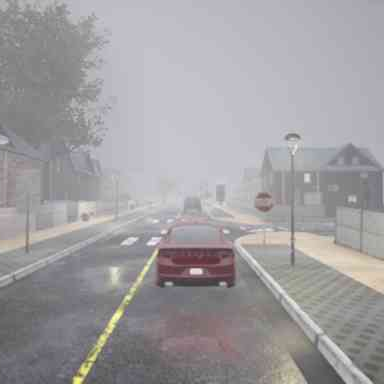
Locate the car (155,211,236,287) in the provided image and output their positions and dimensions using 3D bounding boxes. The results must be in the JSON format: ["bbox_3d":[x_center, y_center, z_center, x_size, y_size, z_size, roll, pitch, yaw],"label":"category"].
[{"bbox_3d":[0.088,1.539,9.529,1.882,1.535,5.008,0,0,0],"label":"car"}]

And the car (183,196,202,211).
[{"bbox_3d":[0.049,1.516,42.222,2.150,2.045,5.566,0,0,0],"label":"car"}]
